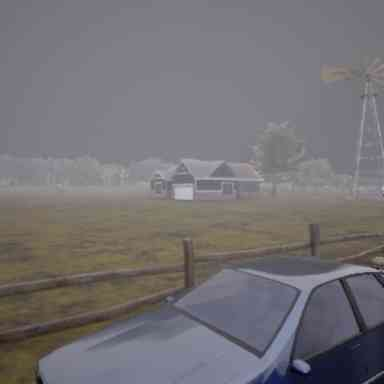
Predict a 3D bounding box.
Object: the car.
[{"bbox_3d":[1.114,1.540,3.854,5.357,1.411,2.033,0,0,-35],"label":"car"}]
